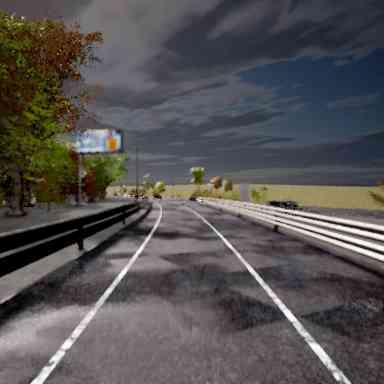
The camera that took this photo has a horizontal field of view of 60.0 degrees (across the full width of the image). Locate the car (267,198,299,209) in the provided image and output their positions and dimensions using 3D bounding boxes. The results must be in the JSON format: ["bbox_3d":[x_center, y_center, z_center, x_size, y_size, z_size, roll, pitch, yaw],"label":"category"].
[{"bbox_3d":[11.630,1.460,43.184,1.895,1.301,4.718,0,0,-19],"label":"car"}]

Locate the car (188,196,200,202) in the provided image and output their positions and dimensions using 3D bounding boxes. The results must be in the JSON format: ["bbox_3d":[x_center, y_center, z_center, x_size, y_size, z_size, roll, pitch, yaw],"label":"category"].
[{"bbox_3d":[0.645,1.499,74.301,1.994,1.385,4.181,0,0,-19],"label":"car"}]
